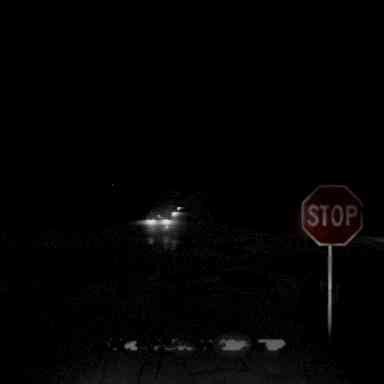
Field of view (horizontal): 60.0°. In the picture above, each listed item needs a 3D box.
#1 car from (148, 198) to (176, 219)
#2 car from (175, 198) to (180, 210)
[{"bbox_3d":[-2.742,1.565,29.642,2.033,1.411,5.357,0,0,-1],"label":"car"},{"bbox_3d":[-2.755,1.551,40.156,1.837,1.490,4.892,0,0,0],"label":"car"}]
